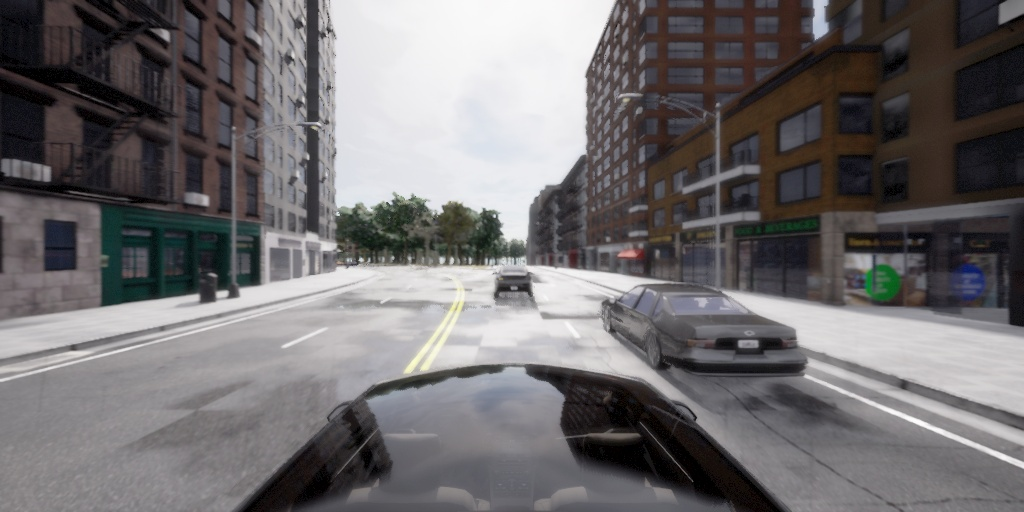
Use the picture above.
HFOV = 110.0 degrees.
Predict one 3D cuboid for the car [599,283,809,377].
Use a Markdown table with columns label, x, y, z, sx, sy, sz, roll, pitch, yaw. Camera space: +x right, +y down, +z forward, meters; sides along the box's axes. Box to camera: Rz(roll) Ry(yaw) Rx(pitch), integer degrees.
| label | x | y | z | sx | sy | sz | roll | pitch | yaw |
| --- | --- | --- | --- | --- | --- | --- | --- | --- | --- |
| car | 3.351 | 1.292 | 7.598 | 2.033 | 1.411 | 5.357 | 0 | 0 | 0 |

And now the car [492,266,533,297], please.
| label | x | y | z | sx | sy | sz | roll | pitch | yaw |
| --- | --- | --- | --- | --- | --- | --- | --- | --- | --- |
| car | 0.052 | 1.251 | 18.997 | 1.837 | 1.490 | 4.892 | 0 | 0 | -1 |
